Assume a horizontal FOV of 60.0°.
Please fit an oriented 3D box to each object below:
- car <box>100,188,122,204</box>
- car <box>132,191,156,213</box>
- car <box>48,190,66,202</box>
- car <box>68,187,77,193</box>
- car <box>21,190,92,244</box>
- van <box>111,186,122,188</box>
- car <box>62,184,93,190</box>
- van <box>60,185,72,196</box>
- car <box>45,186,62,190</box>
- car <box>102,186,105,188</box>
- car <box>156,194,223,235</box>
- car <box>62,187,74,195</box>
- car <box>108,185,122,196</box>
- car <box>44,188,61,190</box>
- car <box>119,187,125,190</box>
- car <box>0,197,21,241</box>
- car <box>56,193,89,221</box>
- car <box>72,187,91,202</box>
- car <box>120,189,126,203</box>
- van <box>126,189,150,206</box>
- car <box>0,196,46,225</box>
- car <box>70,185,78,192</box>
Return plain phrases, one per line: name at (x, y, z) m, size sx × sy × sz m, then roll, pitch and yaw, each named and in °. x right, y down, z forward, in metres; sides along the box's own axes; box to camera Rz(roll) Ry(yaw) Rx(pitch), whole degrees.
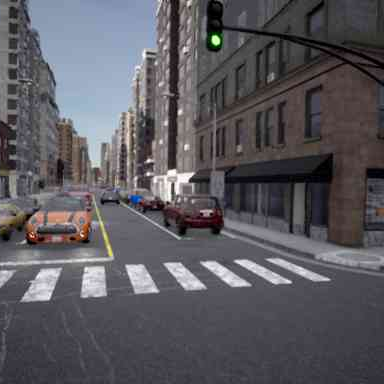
car at (-9.473, 0.610, 38.169) m, size 1.994 × 1.385 × 4.181 m, roll 1°, pitch 1°, yaw -17°
car at (-3.444, 0.936, 27.426) m, size 1.887 × 1.381 × 4.507 m, roll 1°, pitch 1°, yaw -17°
car at (-16.626, 0.421, 41.112) m, size 1.802 × 1.307 × 4.206 m, roll 1°, pitch 1°, yaw -17°
car at (-28.373, -0.582, 78.896) m, size 1.802 × 1.307 × 4.206 m, roll 1°, pitch 1°, yaw -17°
car at (-5.239, 0.989, 13.614) m, size 2.097 × 1.767 × 4.553 m, roll 1°, pitch 1°, yaw -16°
van at (-11.832, 0.001, 54.421) m, size 1.690 × 1.788 × 3.998 m, roll 1°, pitch 1°, yaw -17°
car at (-10.795, 0.372, 31.798) m, size 2.150 × 2.045 × 5.566 m, roll 1°, pitch 1°, yaw -16°
van at (-21.654, -0.261, 57.302) m, size 1.690 × 1.788 × 3.998 m, roll 1°, pitch 1°, yaw -17°
car at (-14.942, 0.301, 35.708) m, size 2.192 × 1.841 × 5.009 m, roll 1°, pitch 1°, yaw -17°
car at (-20.229, -0.609, 81.418) m, size 1.967 × 1.590 × 4.097 m, roll 1°, pitch 1°, yaw -17°
car at (-0.082, 0.995, 16.622) m, size 2.192 × 1.841 × 5.009 m, roll 1°, pitch 1°, yaw -17°
car at (-23.337, -0.205, 62.704) m, size 1.887 × 1.381 × 4.507 m, roll 1°, pitch 1°, yaw -17°
car at (-15.189, -0.320, 65.221) m, size 2.192 × 1.841 × 5.009 m, roll 1°, pitch 1°, yaw -17°
car at (-13.218, 0.661, 30.152) m, size 1.752 × 1.417 × 4.829 m, roll 1°, pitch 1°, yaw -17°
car at (-8.530, 0.474, 43.788) m, size 1.752 × 1.417 × 4.829 m, roll 1°, pitch 1°, yaw -17°
car at (-8.184, 1.096, 13.957) m, size 1.752 × 1.417 × 4.829 m, roll 1°, pitch 1°, yaw -17°
car at (-7.904, 0.908, 22.385) m, size 1.837 × 1.490 × 4.892 m, roll 1°, pitch 1°, yaw -17°
car at (-13.674, 0.250, 41.206) m, size 2.097 × 1.767 × 4.553 m, roll 1°, pitch 1°, yaw -17°
car at (-6.802, 0.682, 38.227) m, size 1.802 × 1.307 × 4.206 m, roll 1°, pitch 1°, yaw -17°
van at (-5.118, 0.587, 32.823) m, size 1.690 × 1.788 × 3.998 m, roll 1°, pitch 1°, yaw -17°
car at (-9.914, 0.987, 19.518) m, size 1.947 × 1.339 × 4.313 m, roll 1°, pitch 1°, yaw -17°
car at (-31.727, -0.988, 89.690) m, size 1.967 × 1.590 × 4.097 m, roll 1°, pitch 1°, yaw -17°
